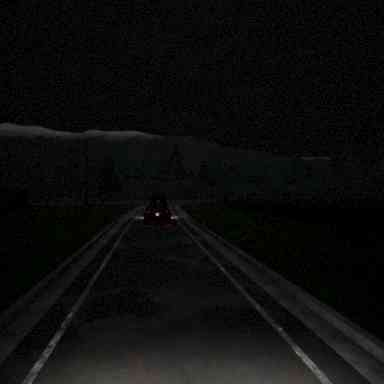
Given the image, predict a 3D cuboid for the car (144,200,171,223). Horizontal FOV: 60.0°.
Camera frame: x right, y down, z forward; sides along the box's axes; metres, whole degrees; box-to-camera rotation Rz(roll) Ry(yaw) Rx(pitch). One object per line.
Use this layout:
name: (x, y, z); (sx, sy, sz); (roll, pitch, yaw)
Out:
car: (-2.623, 1.535, 25.305); (1.994, 1.385, 4.181); (0, 0, -6)

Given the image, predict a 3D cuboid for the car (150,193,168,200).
car: (-4.208, 1.174, 42.389); (2.150, 2.045, 5.566); (0, 0, -5)
